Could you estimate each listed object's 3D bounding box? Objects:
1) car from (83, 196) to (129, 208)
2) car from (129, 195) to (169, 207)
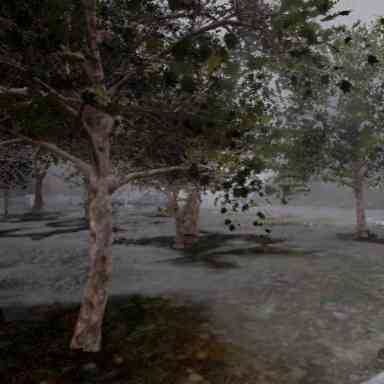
[{"bbox_3d":[-9.859,1.167,37.476,4.674,1.442,1.812,-1,1,-6],"label":"car"},{"bbox_3d":[-5.231,1.086,40.900,5.357,1.411,2.033,0,1,7],"label":"car"}]
